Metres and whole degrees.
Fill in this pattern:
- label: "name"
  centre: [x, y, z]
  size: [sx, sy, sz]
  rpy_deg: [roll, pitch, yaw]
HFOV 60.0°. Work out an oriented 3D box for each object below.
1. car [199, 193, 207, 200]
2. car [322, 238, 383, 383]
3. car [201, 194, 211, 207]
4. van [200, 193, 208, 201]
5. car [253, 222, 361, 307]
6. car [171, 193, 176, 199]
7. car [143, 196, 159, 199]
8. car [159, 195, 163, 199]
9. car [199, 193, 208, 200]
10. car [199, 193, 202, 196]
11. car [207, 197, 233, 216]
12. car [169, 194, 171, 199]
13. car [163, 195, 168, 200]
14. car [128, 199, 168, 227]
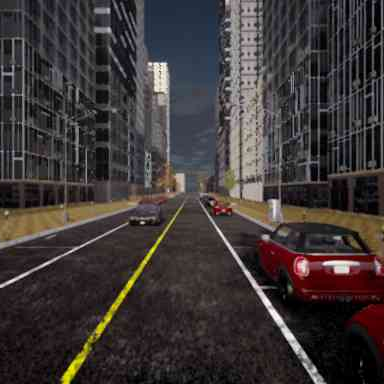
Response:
- label: "car"
  centre: [2.734, 1.339, 59.161]
  size: [1.947, 1.339, 4.313]
  rpy_deg: [0, 0, 0]
- label: "car"
  centre: [2.692, 1.432, 2.238]
  size: [1.967, 1.590, 4.097]
  rpy_deg: [0, 0, 0]
- label: "car"
  centre: [2.725, 1.389, 47.777]
  size: [1.947, 1.339, 4.313]
  rpy_deg: [0, 0, 0]
- label: "van"
  centre: [2.746, 1.033, 76.238]
  size: [1.690, 1.788, 3.998]
  rpy_deg: [0, 0, 0]
- label: "car"
  centre: [2.696, 1.414, 7.930]
  size: [1.967, 1.590, 4.097]
  rpy_deg: [0, 0, 0]
- label: "car"
  centre: [-5.623, 1.131, 93.160]
  size: [1.752, 1.417, 4.829]
  rpy_deg: [0, 0, 0]
- label: "car"
  centre: [-5.659, 1.394, 42.097]
  size: [1.887, 1.381, 4.507]
  rpy_deg: [0, 0, 0]
- label: "car"
  centre: [-5.655, 1.407, 47.791]
  size: [1.802, 1.307, 4.206]
  rpy_deg: [0, 0, 0]
- label: "car"
  centre: [2.750, 1.103, 81.930]
  size: [1.967, 1.590, 4.097]
  rpy_deg: [0, 0, 0]
- label: "car"
  centre: [2.742, 1.286, 70.545]
  size: [1.947, 1.339, 4.313]
  rpy_deg: [0, 0, 0]
- label: "car"
  centre: [2.713, 1.439, 30.700]
  size: [1.887, 1.381, 4.507]
  rpy_deg: [0, 0, 0]
- label: "car"
  centre: [-5.643, 1.314, 64.868]
  size: [1.947, 1.339, 4.313]
  rpy_deg: [0, 0, 0]
- label: "car"
  centre: [-5.647, 1.319, 59.175]
  size: [1.887, 1.381, 4.507]
  rpy_deg: [0, 0, 0]
- label: "car"
  centre: [-2.980, 1.473, 22.719]
  size: [2.033, 1.411, 5.357]
  rpy_deg: [0, 0, 0]
